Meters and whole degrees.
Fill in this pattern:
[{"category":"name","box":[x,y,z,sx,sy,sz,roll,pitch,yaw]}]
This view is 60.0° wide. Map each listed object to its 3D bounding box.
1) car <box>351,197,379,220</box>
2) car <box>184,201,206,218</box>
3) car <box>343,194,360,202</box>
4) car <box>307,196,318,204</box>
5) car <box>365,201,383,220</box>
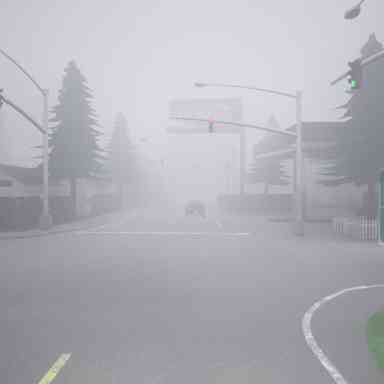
[{"category":"car","box":[14.464,1.505,24.884,3.866,1.878,1.905,0,0,0]},{"category":"car","box":[0.297,1.595,31.772,1.837,1.490,4.892,1,0,0]},{"category":"car","box":[35.185,1.489,71.662,2.007,1.523,4.514,0,0,0]},{"category":"car","box":[22.751,1.552,63.919,1.970,1.475,3.806,0,0,0]},{"category":"car","box":[18.813,1.672,30.537,4.611,1.667,2.242,0,0,0]}]
